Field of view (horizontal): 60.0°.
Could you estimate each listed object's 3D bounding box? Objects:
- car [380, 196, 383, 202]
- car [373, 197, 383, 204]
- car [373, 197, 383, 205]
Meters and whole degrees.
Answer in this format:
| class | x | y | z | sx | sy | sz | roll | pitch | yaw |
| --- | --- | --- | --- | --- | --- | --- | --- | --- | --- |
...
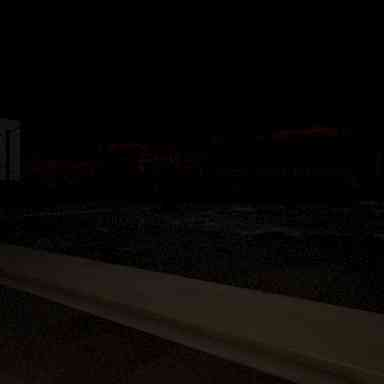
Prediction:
| class | x | y | z | sx | sy | sz | roll | pitch | yaw |
| --- | --- | --- | --- | --- | --- | --- | --- | --- | --- |
| car | 48.559 | 1.736 | 80.629 | 4.974 | 1.542 | 2.038 | 1 | 1 | -4 |
| car | 37.502 | 1.576 | 65.401 | 1.853 | 1.218 | 4.536 | 1 | 1 | 6 |
| car | 37.495 | 1.734 | 65.351 | 2.038 | 1.542 | 4.974 | 1 | 1 | 6 |
